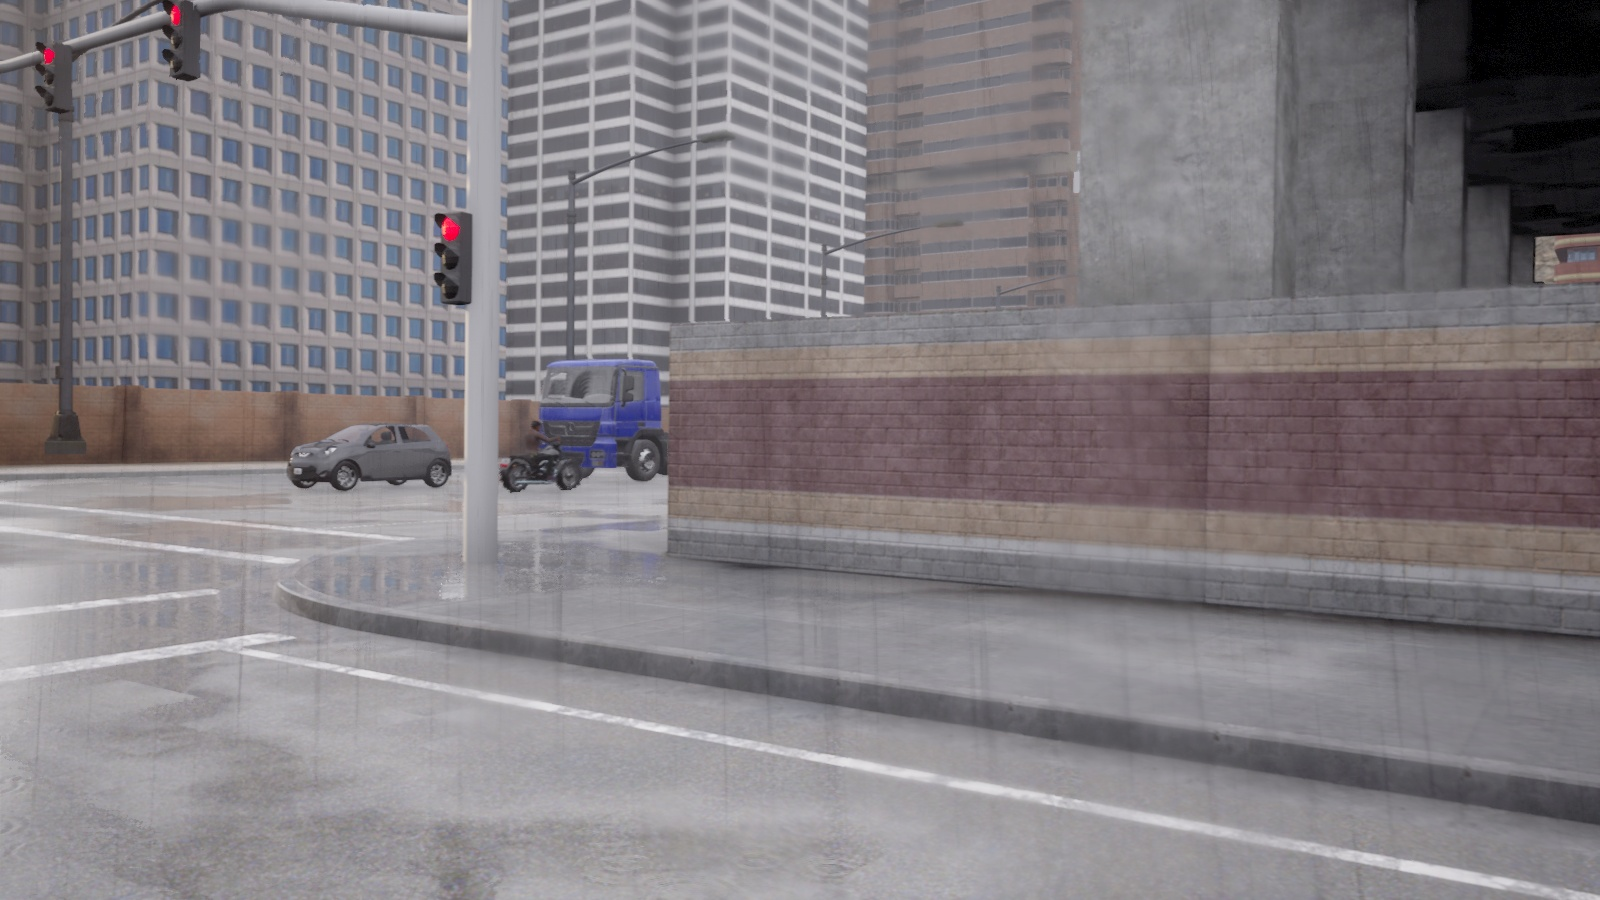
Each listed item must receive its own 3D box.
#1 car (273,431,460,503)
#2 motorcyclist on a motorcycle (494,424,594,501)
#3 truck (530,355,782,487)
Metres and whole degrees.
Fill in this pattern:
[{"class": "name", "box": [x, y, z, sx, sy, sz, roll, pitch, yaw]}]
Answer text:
[{"class": "car", "box": [-9.801, 0.335, 28.595, 1.845, 1.501, 3.633, 0, 1, 34]}, {"class": "motorcyclist on a motorcycle", "box": [-5.744, 0.254, 28.348, 0.766, 1.649, 2.350, 0, 1, 34]}, {"class": "truck", "box": [-4.014, -0.830, 37.134, 2.891, 3.462, 7.936, 0, 1, 34]}]
